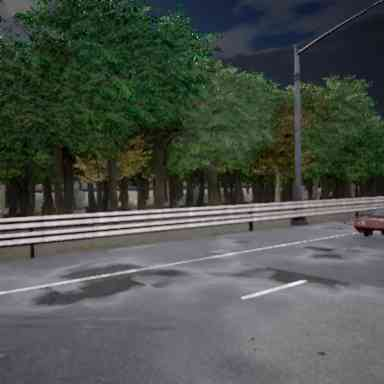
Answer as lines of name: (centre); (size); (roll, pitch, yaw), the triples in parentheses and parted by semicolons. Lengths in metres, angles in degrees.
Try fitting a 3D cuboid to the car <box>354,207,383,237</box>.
car: (9.202, 1.288, 14.550); (4.718, 1.301, 1.895); (-1, 1, -35)
